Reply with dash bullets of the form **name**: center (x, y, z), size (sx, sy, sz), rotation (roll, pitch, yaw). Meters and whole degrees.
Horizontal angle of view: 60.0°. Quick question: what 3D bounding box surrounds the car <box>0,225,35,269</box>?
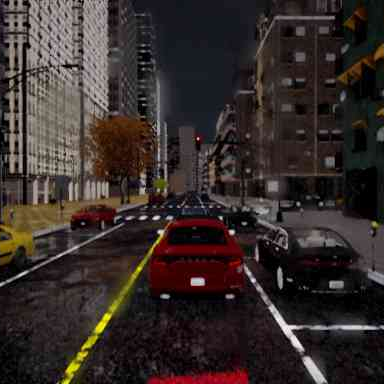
- **car**: center (-5.673, 1.454, 8.248), size (1.752, 1.417, 4.829), rotation (0, 0, 0)

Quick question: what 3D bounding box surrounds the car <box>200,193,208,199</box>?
- **car**: center (2.858, 0.913, 79.636), size (1.752, 1.417, 4.829), rotation (0, 0, 0)

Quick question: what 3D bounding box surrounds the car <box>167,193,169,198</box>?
- **car**: center (-5.570, 1.112, 57.394), size (1.947, 1.339, 4.313), rotation (0, 0, 0)

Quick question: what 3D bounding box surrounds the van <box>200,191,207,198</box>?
- **van**: center (2.869, 0.692, 84.988), size (1.690, 1.788, 3.998), rotation (0, 0, 0)

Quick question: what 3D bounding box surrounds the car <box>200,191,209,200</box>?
- **car**: center (2.846, 0.993, 73.943), size (1.947, 1.339, 4.313), rotation (0, 0, 0)

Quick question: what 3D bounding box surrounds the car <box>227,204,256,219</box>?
- **car**: center (2.730, 1.387, 19.466), size (2.008, 1.369, 4.403), rotation (0, 0, 0)

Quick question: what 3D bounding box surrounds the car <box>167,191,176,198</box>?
- **car**: center (-5.501, 0.630, 90.527), size (2.192, 1.841, 5.009), rotation (0, 0, 0)

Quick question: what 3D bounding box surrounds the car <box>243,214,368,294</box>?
- **car**: center (2.707, 1.478, 8.400), size (2.008, 1.369, 4.403), rotation (0, 0, 0)

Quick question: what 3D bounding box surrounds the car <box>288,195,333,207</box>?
- **car**: center (13.508, 1.024, 38.846), size (4.403, 1.369, 2.008), rotation (-1, 1, 0)

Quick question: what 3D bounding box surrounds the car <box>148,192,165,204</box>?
- **car**: center (-5.582, 0.902, 51.869), size (2.192, 1.841, 5.009), rotation (0, 0, 0)

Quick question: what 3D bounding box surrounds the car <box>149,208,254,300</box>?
- **car**: center (0.109, 1.406, 8.306), size (1.882, 1.535, 5.008), rotation (0, 0, 0)

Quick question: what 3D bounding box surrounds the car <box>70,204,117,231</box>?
- **car**: center (-5.650, 1.380, 19.483), size (1.887, 1.381, 4.507), rotation (0, 0, 0)

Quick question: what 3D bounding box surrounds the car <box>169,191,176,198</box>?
- **car**: center (-5.512, 0.917, 85.008), size (1.947, 1.339, 4.313), rotation (0, 0, 0)

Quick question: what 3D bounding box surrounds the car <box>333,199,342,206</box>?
- **car**: center (18.905, 0.923, 38.889), size (4.829, 1.417, 1.752), rotation (-1, 1, 0)
